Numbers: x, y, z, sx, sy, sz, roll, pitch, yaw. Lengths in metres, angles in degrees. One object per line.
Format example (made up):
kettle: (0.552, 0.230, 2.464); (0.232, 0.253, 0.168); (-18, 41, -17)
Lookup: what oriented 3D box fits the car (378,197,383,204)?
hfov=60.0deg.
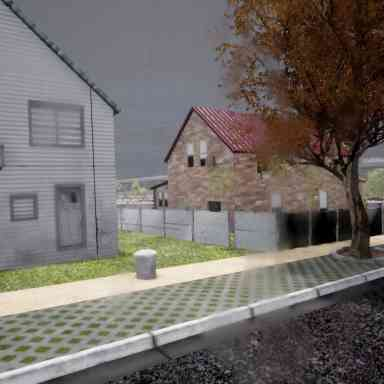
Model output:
car: (38.482, 1.630, 64.910); (1.812, 1.442, 4.674); (-2, 0, 0)

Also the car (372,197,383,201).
car: (28.486, 1.672, 47.566); (2.097, 1.767, 4.553); (-2, -1, 1)

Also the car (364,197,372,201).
car: (31.977, 1.842, 63.824); (1.812, 1.442, 4.674); (-2, 0, 0)

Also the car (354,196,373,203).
car: (38.571, 1.681, 74.953); (1.895, 1.301, 4.718); (-2, 0, 0)
